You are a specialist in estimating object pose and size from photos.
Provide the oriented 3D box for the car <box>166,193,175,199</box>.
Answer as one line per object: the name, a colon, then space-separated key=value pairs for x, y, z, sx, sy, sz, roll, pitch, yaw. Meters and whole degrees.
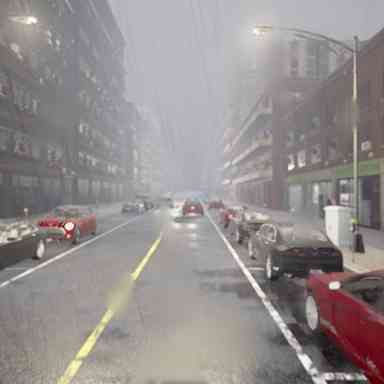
car: x=-5.697 y=1.073 z=88.886 sx=1.887 sy=1.381 sz=4.507 roll=1 pitch=0 yaw=0

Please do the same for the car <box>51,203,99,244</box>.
car: x=-5.680 y=1.365 z=15.164 sx=1.967 sy=1.590 sz=4.097 roll=1 pitch=0 yaw=0

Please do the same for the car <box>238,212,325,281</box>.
car: x=2.700 y=1.505 z=9.429 sx=2.008 sy=1.369 sz=4.403 roll=1 pitch=0 yaw=0

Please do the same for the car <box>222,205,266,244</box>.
car: x=2.699 y=1.477 z=15.100 sx=2.008 sy=1.369 sz=4.403 roll=1 pitch=0 yaw=0

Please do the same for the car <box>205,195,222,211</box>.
car: x=2.694 y=1.354 z=37.782 sx=1.887 sy=1.381 sz=4.507 roll=1 pitch=0 yaw=0

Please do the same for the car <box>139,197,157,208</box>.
car: x=-5.688 y=1.360 z=43.519 sx=1.802 sy=1.307 sz=4.206 roll=1 pitch=0 yaw=0

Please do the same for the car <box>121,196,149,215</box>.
car: x=-5.685 y=1.389 z=32.177 sx=2.008 sy=1.369 sz=4.403 roll=1 pitch=0 yaw=0

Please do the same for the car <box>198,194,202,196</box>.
car: x=0.012 y=1.361 z=46.955 sx=1.895 sy=1.301 sz=4.718 roll=0 pitch=0 yaw=0

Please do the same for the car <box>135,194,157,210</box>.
car: x=-5.682 y=1.123 z=37.846 sx=2.192 sy=1.841 sz=5.009 roll=1 pitch=0 yaw=0

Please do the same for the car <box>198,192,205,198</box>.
car: x=2.650 y=0.938 z=94.485 sx=1.967 sy=1.590 sz=4.097 roll=1 pitch=0 yaw=0

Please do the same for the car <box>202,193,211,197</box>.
car: x=2.681 y=1.273 z=49.292 sx=1.752 sy=1.417 sz=4.829 roll=1 pitch=0 yaw=0

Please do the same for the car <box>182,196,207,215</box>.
car: x=0.089 y=1.403 z=31.891 sx=1.994 sy=1.385 sz=4.181 roll=0 pitch=0 yaw=0

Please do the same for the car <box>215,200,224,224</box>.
car: x=2.698 y=1.442 z=20.770 sx=1.887 sy=1.381 sz=4.507 roll=1 pitch=0 yaw=0

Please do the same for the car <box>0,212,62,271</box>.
car: x=-5.680 y=1.504 z=9.493 sx=2.008 sy=1.369 sz=4.403 roll=1 pitch=0 yaw=0

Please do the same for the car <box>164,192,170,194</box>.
car: x=-5.689 y=1.126 z=60.531 sx=1.967 sy=1.590 sz=4.097 roll=1 pitch=0 yaw=0

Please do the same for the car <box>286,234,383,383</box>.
car: x=2.701 y=1.526 z=3.759 sx=1.887 sy=1.381 sz=4.507 roll=1 pitch=0 yaw=0

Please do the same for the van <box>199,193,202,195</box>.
van: x=2.659 y=1.028 z=60.463 sx=1.690 sy=1.788 sz=3.998 roll=1 pitch=0 yaw=0

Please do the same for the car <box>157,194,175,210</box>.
car: x=-3.101 y=1.327 z=39.116 sx=1.812 sy=1.442 sz=4.674 roll=0 pitch=0 yaw=0
